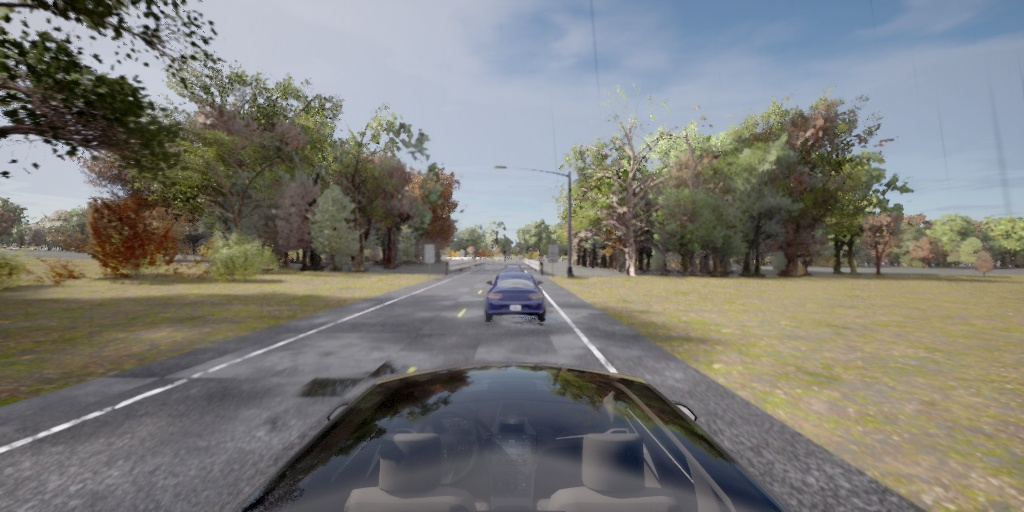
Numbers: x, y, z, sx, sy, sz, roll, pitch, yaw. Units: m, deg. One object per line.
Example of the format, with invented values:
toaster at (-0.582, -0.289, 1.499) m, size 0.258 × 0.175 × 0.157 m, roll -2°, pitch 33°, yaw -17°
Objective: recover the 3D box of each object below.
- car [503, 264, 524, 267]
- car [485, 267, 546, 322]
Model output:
car at (0.091, 1.307, 29.208) m, size 1.994 × 1.385 × 4.181 m, roll 0°, pitch 0°, yaw 0°
car at (0.099, 1.273, 12.235) m, size 1.812 × 1.442 × 4.674 m, roll 0°, pitch 0°, yaw 0°
